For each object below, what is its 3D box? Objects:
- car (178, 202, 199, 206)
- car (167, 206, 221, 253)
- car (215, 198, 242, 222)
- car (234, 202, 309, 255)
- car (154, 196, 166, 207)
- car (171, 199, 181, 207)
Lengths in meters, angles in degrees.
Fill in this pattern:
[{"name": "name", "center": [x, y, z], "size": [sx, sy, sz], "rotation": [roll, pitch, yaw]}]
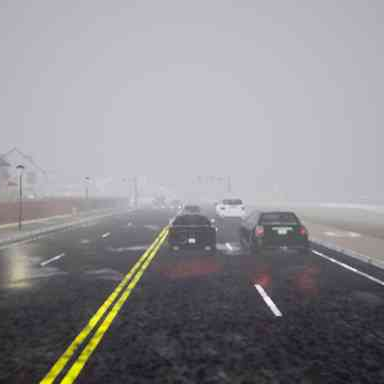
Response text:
[{"name": "car", "center": [0.006, 1.812, 29.399], "size": [1.812, 1.442, 4.674], "rotation": [0, 0, 0]}, {"name": "car", "center": [0.005, 1.617, 14.474], "size": [1.882, 1.535, 5.008], "rotation": [0, 0, 0]}, {"name": "car", "center": [3.252, 1.499, 29.017], "size": [2.150, 2.045, 5.566], "rotation": [0, 0, 0]}, {"name": "car", "center": [3.251, 1.485, 14.073], "size": [2.097, 1.767, 4.553], "rotation": [0, -1, 0]}, {"name": "car", "center": [-6.495, 1.905, 68.349], "size": [2.150, 2.045, 5.566], "rotation": [0, -1, 0]}, {"name": "car", "center": [-3.247, 2.211, 68.190], "size": [1.837, 1.490, 4.892], "rotation": [0, -1, 0]}]
